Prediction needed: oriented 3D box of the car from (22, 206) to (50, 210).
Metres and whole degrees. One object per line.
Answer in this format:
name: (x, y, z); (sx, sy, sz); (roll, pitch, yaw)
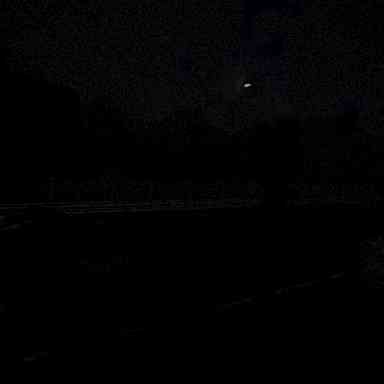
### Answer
car: (-9.110, 1.533, 18.964); (4.181, 1.385, 1.994); (0, 0, -35)

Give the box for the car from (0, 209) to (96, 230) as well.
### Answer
car: (-5.670, 1.541, 12.822); (4.181, 1.385, 1.994); (0, 0, -35)

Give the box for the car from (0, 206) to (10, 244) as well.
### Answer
car: (-10.478, 1.478, 13.700); (5.008, 1.535, 1.882); (-1, 0, -35)
